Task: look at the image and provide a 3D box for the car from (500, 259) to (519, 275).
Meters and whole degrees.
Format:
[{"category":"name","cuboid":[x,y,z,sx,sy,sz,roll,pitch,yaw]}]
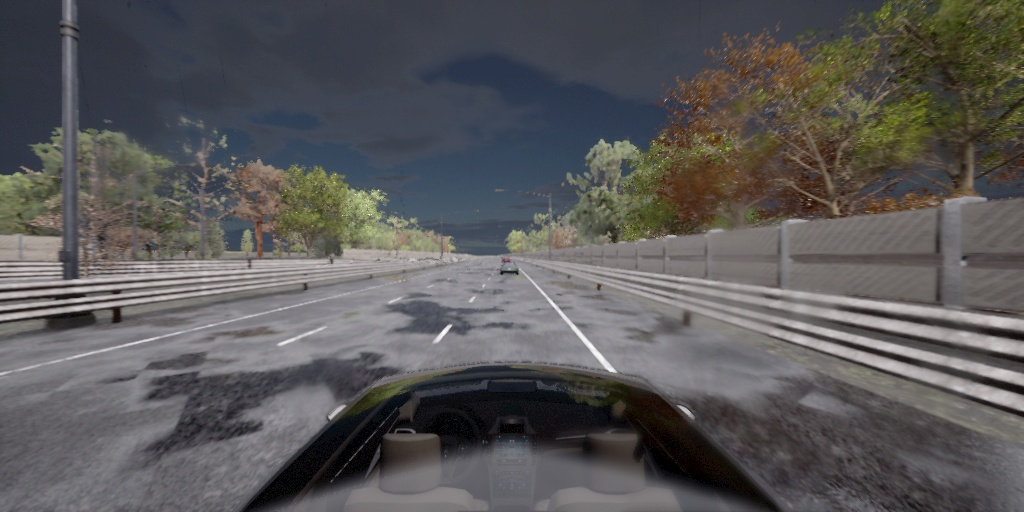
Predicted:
[{"category":"car","cuboid":[-0.277,1.291,39.042,1.994,1.385,4.181,0,0,-1]}]
